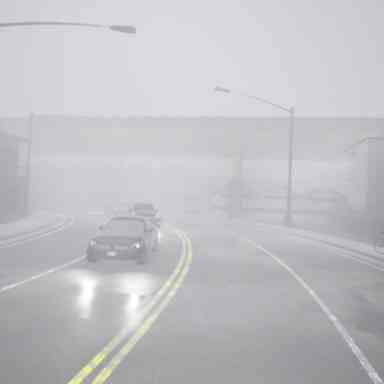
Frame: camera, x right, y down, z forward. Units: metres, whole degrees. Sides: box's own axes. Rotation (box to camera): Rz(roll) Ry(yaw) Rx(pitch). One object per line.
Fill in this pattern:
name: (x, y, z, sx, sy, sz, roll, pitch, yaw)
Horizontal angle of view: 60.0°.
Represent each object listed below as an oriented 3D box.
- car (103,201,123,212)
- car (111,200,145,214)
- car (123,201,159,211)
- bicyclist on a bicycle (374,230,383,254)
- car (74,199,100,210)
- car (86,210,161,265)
car: (-7.790, 1.791, 34.786, 1.895, 1.301, 4.718, 4, -2, -29)
car: (-8.113, 1.890, 41.713, 2.128, 1.511, 4.902, 4, -3, -37)
car: (-3.504, 1.535, 23.715, 2.097, 1.767, 4.553, 3, -1, -15)
bicyclist on a bicycle: (8.974, 1.983, 14.885, 1.656, 1.620, 0.582, 3, -1, -1)
car: (-15.611, 1.880, 49.541, 4.892, 1.490, 1.837, 0, -3, 40)
car: (-2.338, 1.622, 12.315, 1.812, 1.442, 4.674, 3, -1, 2)
